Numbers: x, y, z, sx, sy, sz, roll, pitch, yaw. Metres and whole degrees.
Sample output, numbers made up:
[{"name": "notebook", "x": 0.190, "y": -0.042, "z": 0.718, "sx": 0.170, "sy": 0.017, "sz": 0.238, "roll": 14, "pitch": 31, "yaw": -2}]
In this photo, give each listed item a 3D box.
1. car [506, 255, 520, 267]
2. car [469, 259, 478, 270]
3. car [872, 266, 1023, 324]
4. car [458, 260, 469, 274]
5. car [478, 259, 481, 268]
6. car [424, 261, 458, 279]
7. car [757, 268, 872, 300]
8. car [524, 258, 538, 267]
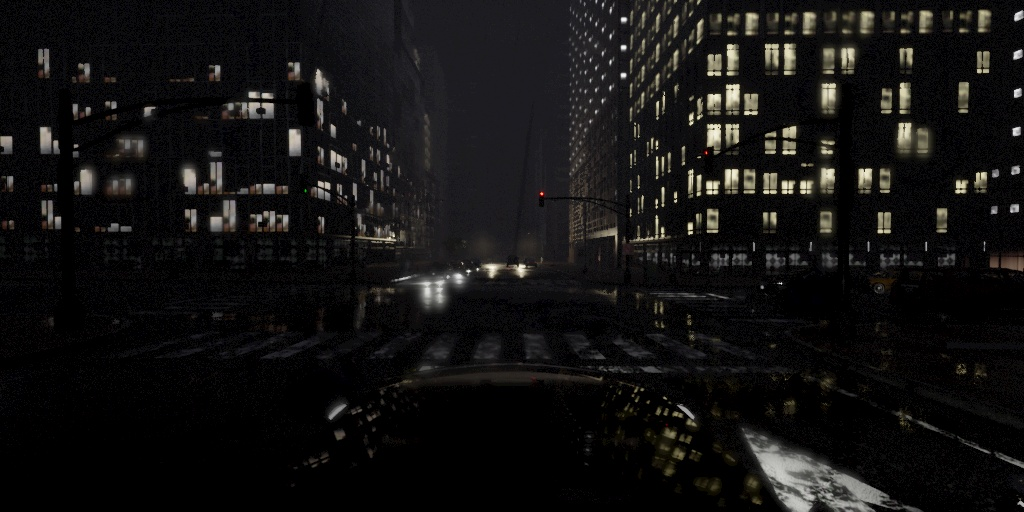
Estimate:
[{"name": "car", "x": 0.144, "y": 0.925, "z": 62.873, "sx": 2.150, "sy": 2.045, "sz": 5.566, "roll": 0, "pitch": 0, "yaw": 0}, {"name": "car", "x": -6.479, "y": 1.263, "z": 51.397, "sx": 2.033, "sy": 1.411, "sz": 5.357, "roll": 0, "pitch": 0, "yaw": 0}, {"name": "car", "x": 16.215, "y": 1.281, "z": 12.439, "sx": 5.009, "sy": 1.841, "sz": 2.192, "roll": 0, "pitch": 0, "yaw": 1}, {"name": "car", "x": -6.510, "y": 1.326, "z": 41.626, "sx": 1.895, "sy": 1.301, "sz": 4.718, "roll": 0, "pitch": 0, "yaw": 0}, {"name": "car", "x": -6.419, "y": 1.182, "z": 61.737, "sx": 1.882, "sy": 1.535, "sz": 5.008, "roll": 0, "pitch": 0, "yaw": 1}, {"name": "car", "x": -6.533, "y": 1.225, "z": 32.344, "sx": 2.128, "sy": 1.511, "sz": 4.902, "roll": 0, "pitch": 0, "yaw": 0}, {"name": "car", "x": 15.271, "y": 1.357, "z": 18.271, "sx": 4.902, "sy": 1.511, "sz": 2.128, "roll": 1, "pitch": 1, "yaw": 2}, {"name": "car", "x": 3.395, "y": 1.228, "z": 63.253, "sx": 1.812, "sy": 1.442, "sz": 4.674, "roll": 0, "pitch": 0, "yaw": 0}]
